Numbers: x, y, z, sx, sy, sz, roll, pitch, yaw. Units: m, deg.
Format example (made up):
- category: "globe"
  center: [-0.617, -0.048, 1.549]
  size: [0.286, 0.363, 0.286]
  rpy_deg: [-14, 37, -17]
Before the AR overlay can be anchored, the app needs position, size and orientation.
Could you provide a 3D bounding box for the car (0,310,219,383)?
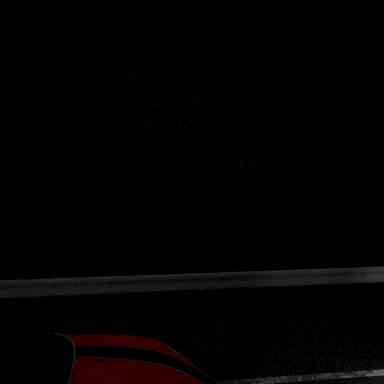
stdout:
- category: "car"
  center: [-1.841, 1.352, 1.677]
  size: [4.553, 1.767, 2.097]
  rpy_deg: [0, 0, -7]
